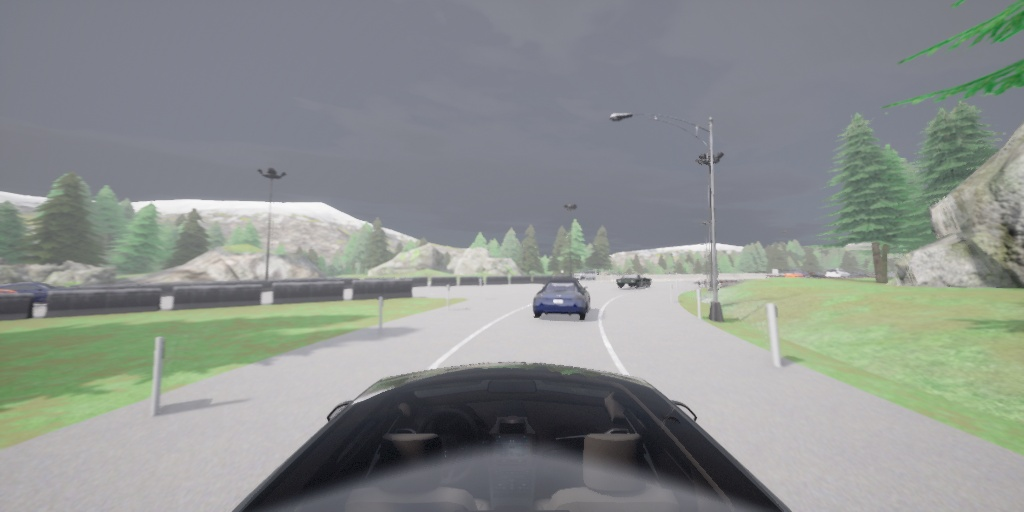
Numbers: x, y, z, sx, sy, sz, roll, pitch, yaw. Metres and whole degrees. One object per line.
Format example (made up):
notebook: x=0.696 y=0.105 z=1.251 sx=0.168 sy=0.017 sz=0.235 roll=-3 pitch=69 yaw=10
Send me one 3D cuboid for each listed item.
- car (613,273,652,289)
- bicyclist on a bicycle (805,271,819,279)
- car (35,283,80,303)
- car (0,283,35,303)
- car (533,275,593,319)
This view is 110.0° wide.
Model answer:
car: x=11.429 y=2.336 z=33.317 sx=1.895 sy=1.301 sz=4.718 roll=-3 pitch=-4 yaw=38
bicyclist on a bicycle: x=41.622 y=2.866 z=50.043 sx=0.582 sy=1.620 sz=1.656 roll=1 pitch=-2 yaw=-37
car: x=-29.128 y=2.353 z=21.852 sx=4.674 sy=1.442 sz=1.812 roll=-1 pitch=-2 yaw=-31
car: x=-28.497 y=2.025 z=18.171 sx=4.553 sy=1.767 sz=2.097 roll=-1 pitch=-2 yaw=-31
car: x=2.098 y=1.631 z=14.522 sx=1.994 sy=1.385 sz=4.181 roll=0 pitch=-2 yaw=14
